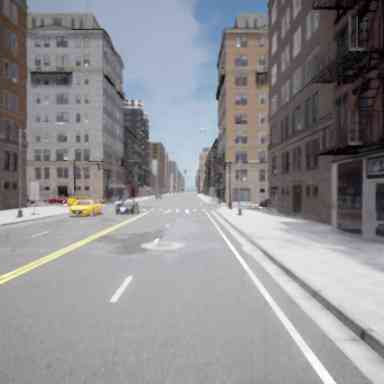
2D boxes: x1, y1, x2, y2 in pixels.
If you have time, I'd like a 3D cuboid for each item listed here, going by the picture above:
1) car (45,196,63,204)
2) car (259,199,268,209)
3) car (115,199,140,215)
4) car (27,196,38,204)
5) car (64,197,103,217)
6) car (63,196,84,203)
[{"bbox_3d":[-21.528,1.324,53.604,4.206,1.307,1.802,1,0,0],"label":"car"},{"bbox_3d":[12.143,1.685,48.035,4.892,1.490,1.837,1,0,0],"label":"car"},{"bbox_3d":[-6.550,1.481,34.073,2.128,1.511,4.902,0,0,1],"label":"car"},{"bbox_3d":[-27.092,1.242,53.616,4.313,1.339,1.947,1,0,0],"label":"car"},{"bbox_3d":[-9.820,1.470,30.999,1.882,1.535,5.008,0,0,0],"label":"car"},{"bbox_3d":[-15.338,1.399,47.918,5.008,1.535,1.882,2,0,0],"label":"car"}]
